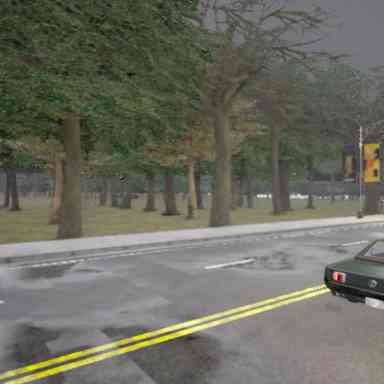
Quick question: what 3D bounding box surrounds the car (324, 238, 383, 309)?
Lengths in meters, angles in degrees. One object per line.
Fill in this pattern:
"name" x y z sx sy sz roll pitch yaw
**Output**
"car" 4.912 1.604 6.941 4.718 1.301 1.895 0 0 -35
